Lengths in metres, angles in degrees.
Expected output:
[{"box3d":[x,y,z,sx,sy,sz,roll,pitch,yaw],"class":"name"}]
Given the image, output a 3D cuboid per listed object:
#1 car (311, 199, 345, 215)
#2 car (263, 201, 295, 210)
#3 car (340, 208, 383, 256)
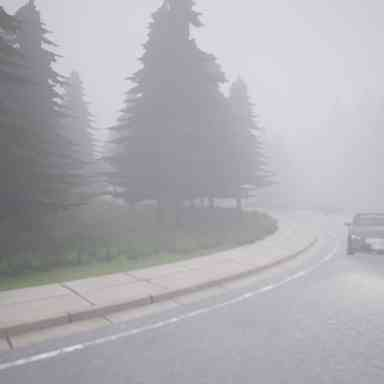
[{"box3d":[14.770,1.573,36.361,2.097,1.767,4.553,0,0,-4],"class":"car"},{"box3d":[11.941,1.849,46.025,1.895,1.301,4.718,0,0,-25],"class":"car"},{"box3d":[7.200,1.581,13.165,2.128,1.511,4.902,0,0,26],"class":"car"}]
